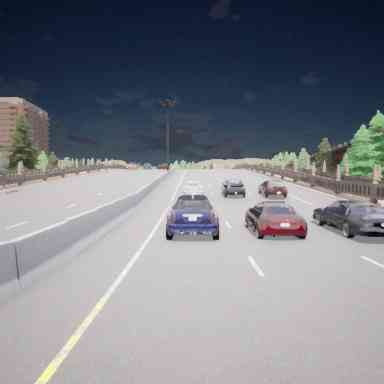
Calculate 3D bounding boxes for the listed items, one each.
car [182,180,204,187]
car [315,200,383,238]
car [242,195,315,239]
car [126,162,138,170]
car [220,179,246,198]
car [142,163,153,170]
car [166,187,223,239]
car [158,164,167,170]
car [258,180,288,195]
[{"bbox_3d":[0.122,-0.347,29.457,1.812,1.442,4.674,0,6,0],"label":"car"},{"bbox_3d":[7.040,1.075,14.569,2.033,1.411,5.357,0,4,0],"label":"car"},{"bbox_3d":[3.540,1.086,14.589,1.994,1.385,4.181,0,4,0],"label":"car"},{"bbox_3d":[-13.619,-5.930,76.062,2.097,1.767,4.553,0,7,0],"label":"car"},{"bbox_3d":[3.623,-0.400,29.573,2.128,1.511,4.902,0,7,0],"label":"car"},{"bbox_3d":[-10.119,-5.783,76.029,1.837,1.490,4.892,0,7,0],"label":"car"},{"bbox_3d":[0.040,0.880,14.567,2.097,1.767,4.553,0,4,0],"label":"car"},{"bbox_3d":[-6.619,-5.685,75.991,1.895,1.301,4.718,0,7,0],"label":"car"},{"bbox_3d":[7.121,-0.347,29.419,1.812,1.442,4.674,0,6,0],"label":"car"}]
